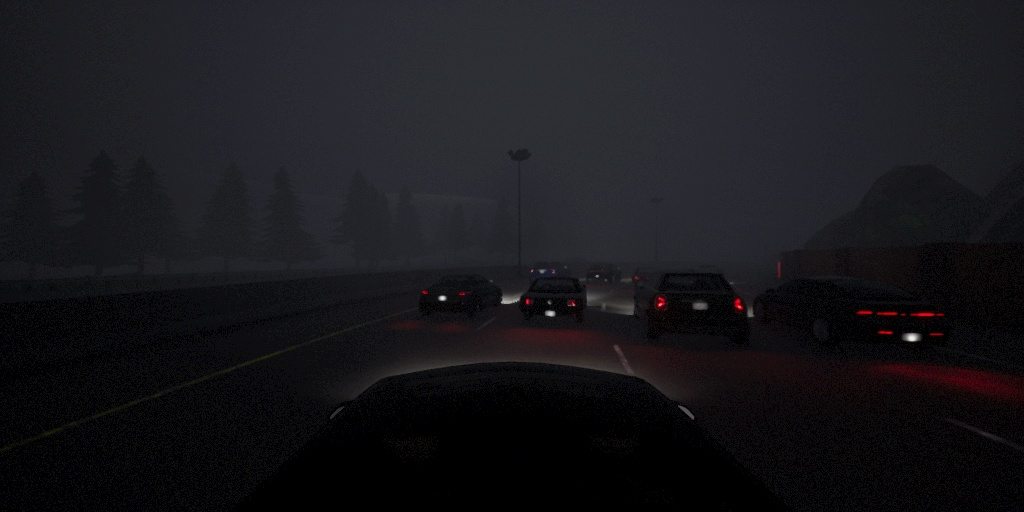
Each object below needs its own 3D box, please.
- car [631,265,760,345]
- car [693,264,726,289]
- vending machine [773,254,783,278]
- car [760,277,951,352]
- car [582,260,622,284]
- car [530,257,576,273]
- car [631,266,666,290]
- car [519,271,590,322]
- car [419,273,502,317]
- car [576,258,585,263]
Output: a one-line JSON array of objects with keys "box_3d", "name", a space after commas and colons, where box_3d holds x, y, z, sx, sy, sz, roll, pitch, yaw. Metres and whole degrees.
[{"box_3d": [4.609, 1.117, 9.899, 2.097, 1.767, 4.553, 0, 0, 14], "name": "car"}, {"box_3d": [13.621, 1.319, 24.925, 1.812, 1.442, 4.674, 0, 0, 27], "name": "car"}, {"box_3d": [25.535, 1.007, 33.743, 1.100, 2.100, 0.880, 0, 0, 42], "name": "vending machine"}, {"box_3d": [8.005, 1.271, 9.108, 1.837, 1.490, 4.892, 0, 0, 12], "name": "car"}, {"box_3d": [7.158, 1.274, 27.631, 1.882, 1.535, 5.008, 0, 0, 27], "name": "car"}, {"box_3d": [3.010, 1.146, 27.095, 2.097, 1.767, 4.553, 0, 0, 25], "name": "car"}, {"box_3d": [9.174, 1.392, 23.860, 1.895, 1.301, 4.718, 0, 0, 25], "name": "car"}, {"box_3d": [1.612, 1.370, 12.496, 1.895, 1.301, 4.718, 0, 0, 13], "name": "car"}, {"box_3d": [-1.745, 1.332, 13.395, 1.994, 1.385, 4.181, 0, 0, 14], "name": "car"}, {"box_3d": [12.978, 1.422, 62.275, 4.181, 1.385, 1.994, 0, 0, -39], "name": "car"}]
